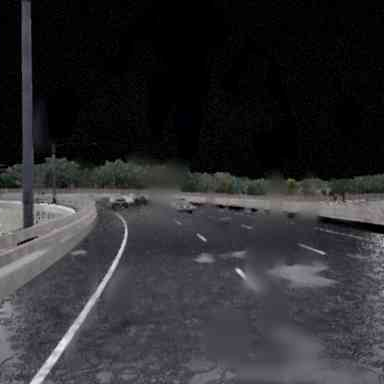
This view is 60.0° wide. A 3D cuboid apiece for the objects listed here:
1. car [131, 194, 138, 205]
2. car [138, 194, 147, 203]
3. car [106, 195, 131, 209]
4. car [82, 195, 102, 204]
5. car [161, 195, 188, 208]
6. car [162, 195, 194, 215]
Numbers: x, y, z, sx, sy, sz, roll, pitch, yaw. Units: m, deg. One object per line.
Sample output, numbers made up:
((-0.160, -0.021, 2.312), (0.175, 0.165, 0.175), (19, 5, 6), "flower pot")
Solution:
((-10.371, 1.214, 51.270), (1.812, 1.442, 4.674), (-1, 1, -29), "car")
((-9.280, 1.149, 56.359), (1.837, 1.490, 4.892), (-1, 1, -33), "car")
((-9.517, 1.257, 41.951), (1.837, 1.490, 4.892), (-1, 0, -25), "car")
((-16.562, 1.256, 54.829), (2.033, 1.411, 5.357), (-1, 1, -35), "car")
((-2.369, 1.168, 43.215), (1.882, 1.535, 5.008), (0, 0, -24), "car")
((-1.384, 1.322, 31.005), (2.033, 1.411, 5.357), (-1, 0, -18), "car")
